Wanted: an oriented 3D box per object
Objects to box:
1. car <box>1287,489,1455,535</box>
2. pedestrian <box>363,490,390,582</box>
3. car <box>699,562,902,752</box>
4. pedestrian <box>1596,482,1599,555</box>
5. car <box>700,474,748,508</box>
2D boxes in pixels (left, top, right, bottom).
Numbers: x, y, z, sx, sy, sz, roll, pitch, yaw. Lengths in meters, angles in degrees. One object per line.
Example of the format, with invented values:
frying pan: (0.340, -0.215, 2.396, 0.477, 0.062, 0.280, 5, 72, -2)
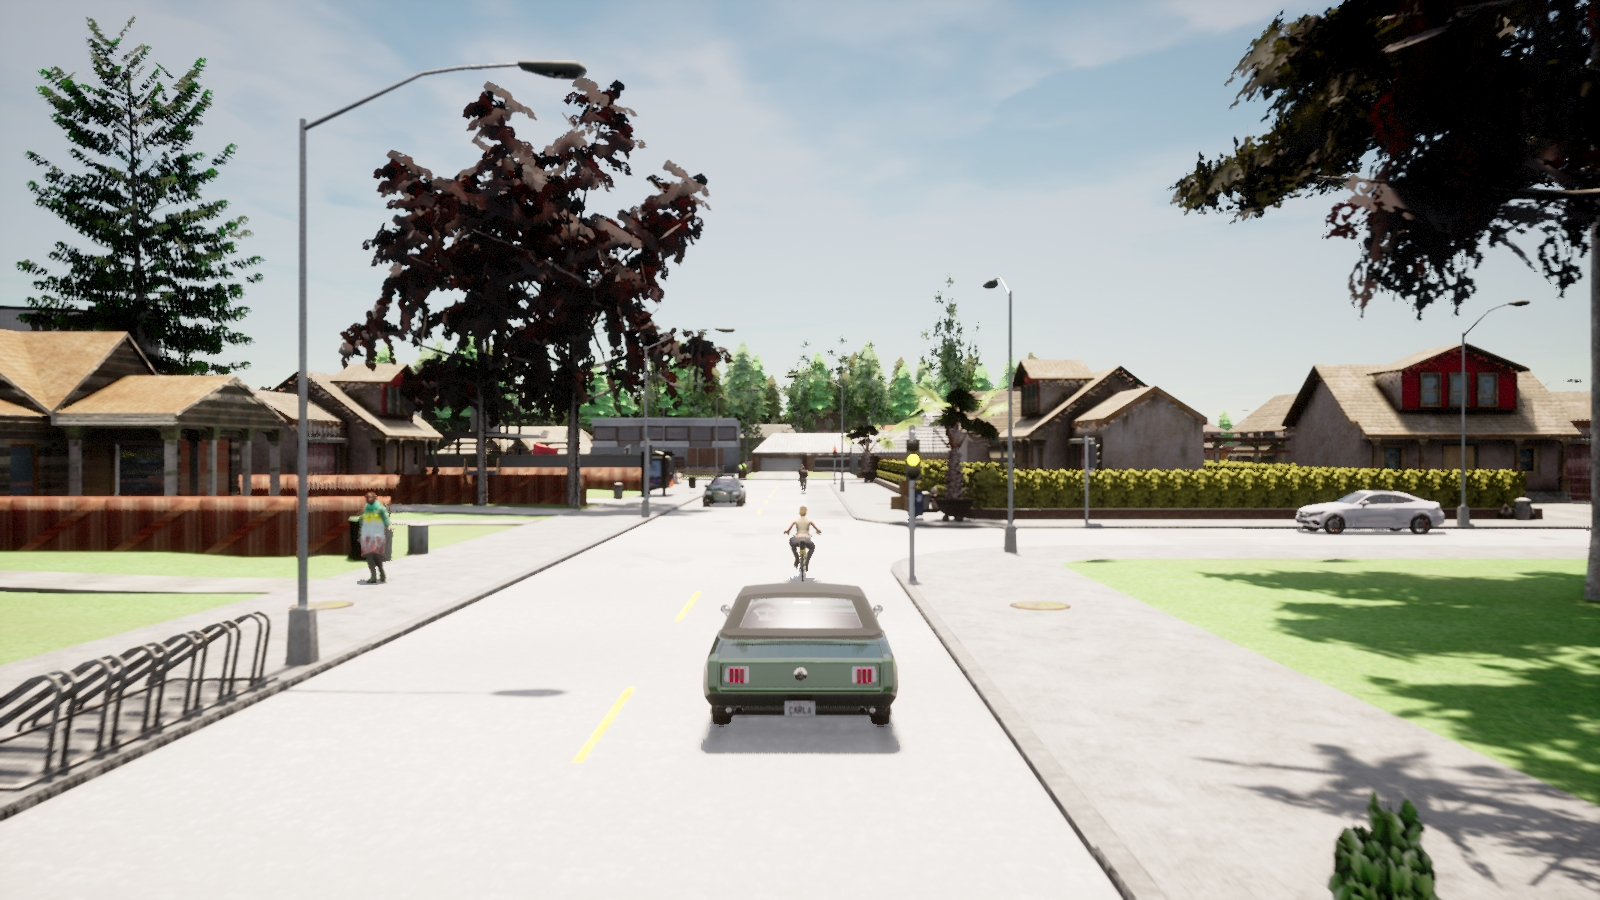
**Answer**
car: (19.254, 2.088, 38.671, 4.674, 1.442, 2.002, 0, 0, 0)
pedestrian: (-8.638, 1.747, 23.311, 0.375, 1.860, 0.375, 0, 0, 11)
car: (0.018, 2.157, 12.978, 1.895, 1.301, 4.718, 0, 0, 0)
pedestrian: (20.573, 1.748, 29.081, 0.375, 1.860, 0.375, 0, 0, 0)
car: (-3.810, 2.047, 58.059, 2.038, 1.542, 4.974, 0, 0, 0)
